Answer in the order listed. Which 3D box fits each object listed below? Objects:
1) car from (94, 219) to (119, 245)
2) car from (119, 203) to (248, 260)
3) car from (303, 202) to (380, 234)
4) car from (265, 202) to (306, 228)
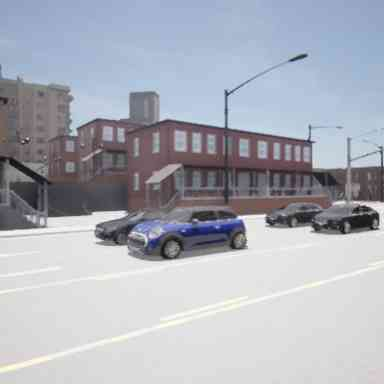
[{"bbox_3d":[-2.104,1.498,15.369,4.674,1.442,1.812,0,0,-36],"label":"car"},{"bbox_3d":[-0.098,1.323,12.504,4.553,1.767,2.097,0,0,-35],"label":"car"},{"bbox_3d":[8.715,1.433,18.749,4.892,1.490,1.837,0,0,-35],"label":"car"},{"bbox_3d":[6.886,1.433,21.739,4.892,1.490,1.837,0,0,-35],"label":"car"}]
